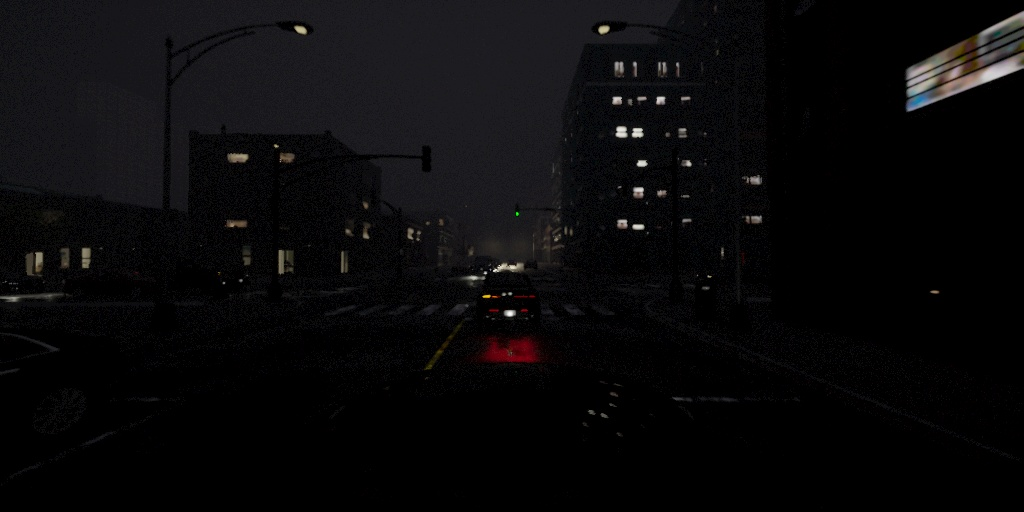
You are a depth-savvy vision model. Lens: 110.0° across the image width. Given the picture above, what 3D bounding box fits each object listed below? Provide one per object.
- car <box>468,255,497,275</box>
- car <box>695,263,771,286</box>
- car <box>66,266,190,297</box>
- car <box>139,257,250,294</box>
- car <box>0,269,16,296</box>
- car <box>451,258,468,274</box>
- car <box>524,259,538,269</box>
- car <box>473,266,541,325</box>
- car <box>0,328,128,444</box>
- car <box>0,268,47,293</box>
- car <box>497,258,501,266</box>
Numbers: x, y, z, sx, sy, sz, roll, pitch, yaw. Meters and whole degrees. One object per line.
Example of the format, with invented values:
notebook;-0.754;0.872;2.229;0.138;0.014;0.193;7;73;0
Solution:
car;-3.086;0.957;39.039;2.150;2.045;5.566;0;0;0
car;15.051;1.182;23.492;5.357;1.411;2.033;0;-1;1
car;-19.293;1.358;17.880;4.507;1.381;1.888;0;0;1
car;-18.306;1.077;20.609;5.566;2.045;2.150;-1;-1;1
car;-28.294;1.472;17.964;4.207;1.307;1.802;0;0;1
car;-5.763;1.279;40.588;1.888;1.381;4.507;0;0;0
car;2.696;1.169;52.017;1.967;1.591;4.097;0;0;0
car;-0.209;1.251;11.829;1.837;1.490;4.892;0;0;-4
car;-5.690;1.300;2.632;2.007;1.370;4.403;0;0;0
car;-30.111;1.434;20.718;5.008;1.535;1.882;0;-1;0
car;-3.063;1.293;52.406;1.994;1.385;4.181;0;0;0
